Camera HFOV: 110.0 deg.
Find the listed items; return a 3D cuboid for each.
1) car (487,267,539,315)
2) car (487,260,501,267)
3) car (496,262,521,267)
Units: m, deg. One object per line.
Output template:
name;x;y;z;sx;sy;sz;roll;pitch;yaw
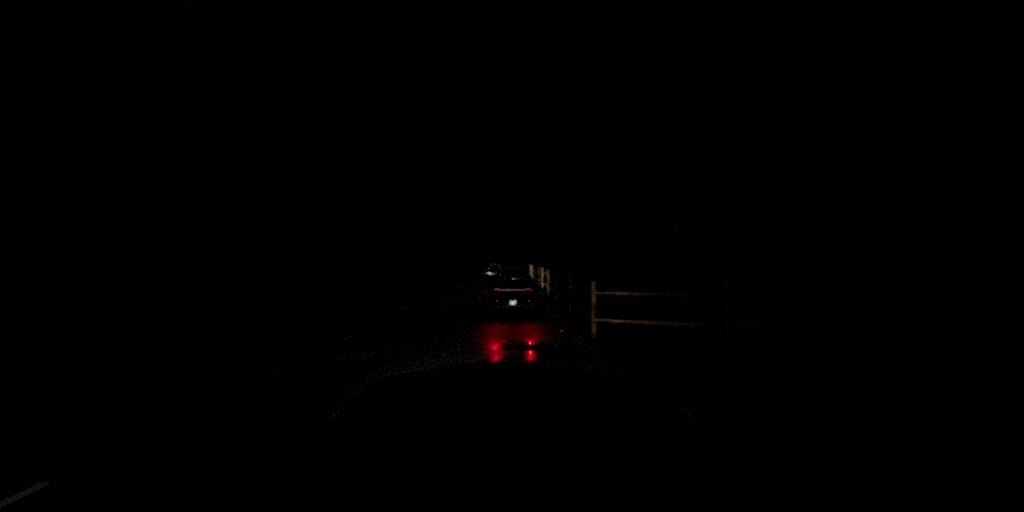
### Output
car;0.048;1.361;14.282;2.128;1.511;4.902;0;0;0
car;-2.806;1.610;59.395;2.150;2.045;5.566;0;-1;1
car;0.050;1.514;29.263;2.128;1.511;4.902;0;-1;0
